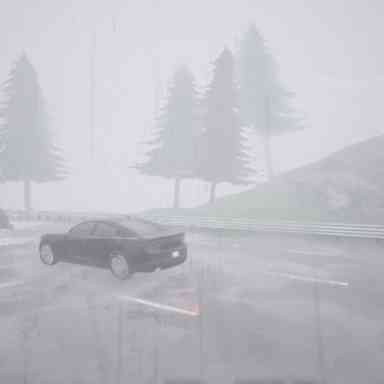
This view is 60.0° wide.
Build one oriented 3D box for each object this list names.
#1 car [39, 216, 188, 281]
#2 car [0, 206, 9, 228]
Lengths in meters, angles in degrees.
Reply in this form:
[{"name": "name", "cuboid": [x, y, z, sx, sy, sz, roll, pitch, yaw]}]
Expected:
[{"name": "car", "cuboid": [-2.494, 1.449, 9.862, 5.008, 1.535, 1.882, 0, 0, 33]}, {"name": "car", "cuboid": [-13.516, 1.388, 20.568, 4.553, 1.767, 2.097, -1, 0, 28]}]
